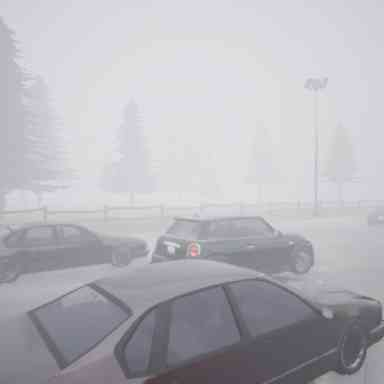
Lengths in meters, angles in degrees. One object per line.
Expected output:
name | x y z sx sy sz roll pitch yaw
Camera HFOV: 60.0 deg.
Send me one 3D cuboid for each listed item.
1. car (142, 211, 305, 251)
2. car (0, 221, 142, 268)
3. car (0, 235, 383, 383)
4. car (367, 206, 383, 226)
car | 1.249 1.351 8.937 4.553 1.767 2.097 0 0 -36
car | -3.927 1.547 9.542 5.357 1.411 2.033 0 0 -36
car | 0.126 1.547 3.835 5.357 1.411 2.033 0 0 -36
car | 13.400 1.561 21.905 4.181 1.385 1.994 0 0 -36
